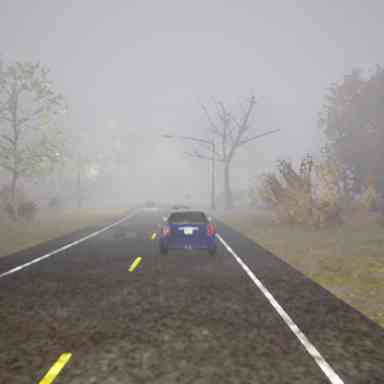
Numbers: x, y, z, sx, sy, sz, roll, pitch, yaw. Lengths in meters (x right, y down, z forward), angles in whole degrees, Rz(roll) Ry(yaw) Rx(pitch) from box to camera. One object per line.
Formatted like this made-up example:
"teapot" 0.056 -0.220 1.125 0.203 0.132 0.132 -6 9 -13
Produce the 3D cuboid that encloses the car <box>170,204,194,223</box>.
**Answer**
"car" -0.920 1.837 29.387 1.994 1.385 4.181 0 0 -4

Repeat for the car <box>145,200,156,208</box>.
"car" -7.667 2.160 61.219 1.895 1.301 4.718 0 -1 -8

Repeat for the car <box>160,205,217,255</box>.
"car" -0.193 1.482 14.124 2.097 1.767 4.553 0 -1 -2
